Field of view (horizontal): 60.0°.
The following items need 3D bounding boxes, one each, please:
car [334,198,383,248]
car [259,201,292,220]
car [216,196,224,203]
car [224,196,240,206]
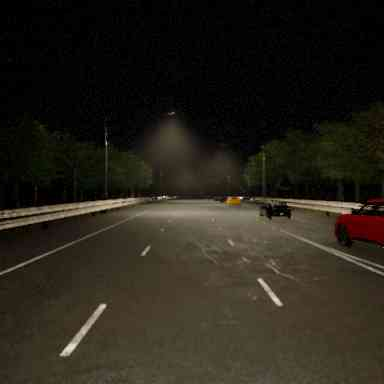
[{"bbox_3d":[7.348,1.230,11.976,2.150,2.045,5.566,0,0,-4],"label":"car"},{"bbox_3d":[6.994,1.499,28.283,2.128,1.511,4.902,0,0,0],"label":"car"},{"bbox_3d":[7.119,1.721,74.491,1.837,1.490,4.892,0,-1,0],"label":"car"},{"bbox_3d":[7.042,1.554,56.803,1.882,1.535,5.008,0,0,0],"label":"car"}]
